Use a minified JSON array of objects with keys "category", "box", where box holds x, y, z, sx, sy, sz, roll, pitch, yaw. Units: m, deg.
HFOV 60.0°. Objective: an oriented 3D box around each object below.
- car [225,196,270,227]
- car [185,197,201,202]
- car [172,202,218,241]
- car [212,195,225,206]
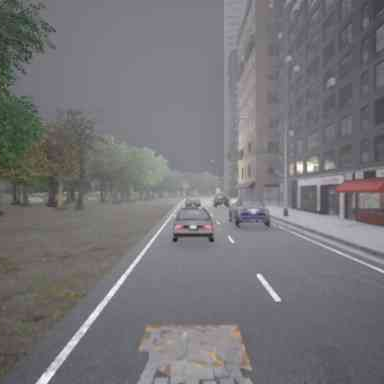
[{"category":"car","box":[3.605,1.183,21.636,2.097,1.767,4.553,0,1,0]},{"category":"car","box":[0.093,1.265,41.299,1.895,1.301,4.718,0,0,0]},{"category":"car","box":[0.065,1.430,15.854,2.033,1.411,5.357,0,1,0]},{"category":"car","box":[3.612,1.167,41.721,1.837,1.490,4.892,0,0,0]}]
